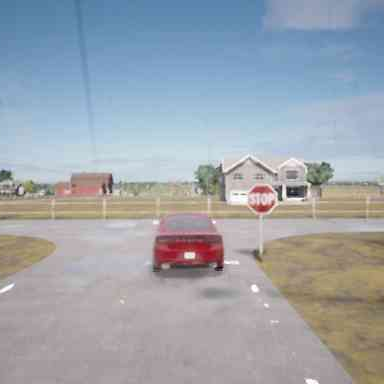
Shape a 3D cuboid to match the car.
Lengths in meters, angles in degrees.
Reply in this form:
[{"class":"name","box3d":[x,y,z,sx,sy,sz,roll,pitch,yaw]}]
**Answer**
[{"class":"car","box3d":[-0.215,1.334,10.431,1.882,1.535,5.008,0,1,-4]}]
